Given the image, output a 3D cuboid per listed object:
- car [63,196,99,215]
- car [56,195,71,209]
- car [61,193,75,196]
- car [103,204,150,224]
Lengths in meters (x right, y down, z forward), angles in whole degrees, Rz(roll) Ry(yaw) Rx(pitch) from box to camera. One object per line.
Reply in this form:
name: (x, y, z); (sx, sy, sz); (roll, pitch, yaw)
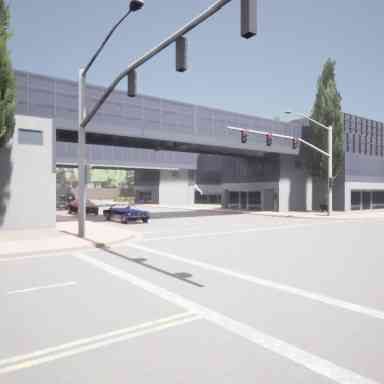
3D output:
car: (-10.893, 1.478, 33.120); (1.882, 1.535, 5.008); (0, 0, -36)
car: (-16.804, 1.505, 41.248); (1.837, 1.490, 4.892); (0, 0, -36)
car: (-23.774, 1.221, 63.014); (2.150, 2.045, 5.566); (0, 0, -36)
car: (-4.993, 1.601, 25.019); (1.895, 1.301, 4.718); (0, 0, -36)
